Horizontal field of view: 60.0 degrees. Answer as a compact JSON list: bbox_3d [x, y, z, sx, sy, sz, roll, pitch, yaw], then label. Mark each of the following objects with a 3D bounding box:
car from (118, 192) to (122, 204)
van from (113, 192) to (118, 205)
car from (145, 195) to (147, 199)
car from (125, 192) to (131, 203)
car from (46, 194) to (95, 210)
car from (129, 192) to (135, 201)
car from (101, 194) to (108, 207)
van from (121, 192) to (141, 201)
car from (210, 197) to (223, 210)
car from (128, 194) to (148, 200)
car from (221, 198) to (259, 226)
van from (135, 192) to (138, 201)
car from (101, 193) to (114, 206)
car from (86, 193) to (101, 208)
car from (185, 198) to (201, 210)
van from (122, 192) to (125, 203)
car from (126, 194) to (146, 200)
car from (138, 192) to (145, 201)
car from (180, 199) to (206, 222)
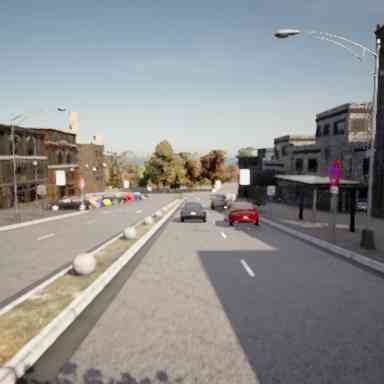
[{"bbox_3d":[-14.028,1.206,53.273,4.553,1.767,2.185,-1,0,-20],"label":"car"},{"bbox_3d":[-13.946,1.114,50.264,4.442,1.987,1.878,-1,0,-20],"label":"van"},{"bbox_3d":[-13.939,1.243,80.743,5.366,1.575,1.946,-1,0,-20],"label":"car"},{"bbox_3d":[-14.064,1.314,59.359,4.892,1.521,2.231,-1,0,-20],"label":"car"},{"bbox_3d":[-13.998,1.382,38.024,4.892,1.521,2.231,-1,0,-20],"label":"car"},{"bbox_3d":[-14.104,1.053,62.389,5.566,2.045,2.435,-1,0,-20],"label":"car"},{"bbox_3d":[-14.066,1.390,44.110,4.792,1.488,2.163,-1,0,-20],"label":"car"},{"bbox_3d":[-14.219,1.034,77.588,4.442,1.987,1.878,-1,0,-20],"label":"van"},{"bbox_3d":[3.353,1.410,42.416,2.128,1.511,4.902,0,0,0],"label":"car"},{"bbox_3d":[-14.117,1.231,86.766,4.892,1.521,2.231,-1,0,-20],"label":"car"},{"bbox_3d":[3.347,1.433,23.174,1.882,1.535,5.008,0,0,0],"label":"car"},{"bbox_3d":[-13.983,1.058,68.538,4.442,1.987,1.878,-1,0,-20],"label":"van"},{"bbox_3d":[-14.219,1.350,47.104,5.366,1.575,1.946,-1,0,-20],"label":"car"},{"bbox_3d":[-14.058,1.245,41.067,4.553,1.767,2.185,-1,0,-20],"label":"car"},{"bbox_3d":[0.104,1.519,43.129,1.895,1.301,4.718,0,0,0],"label":"car"},{"bbox_3d":[-14.174,1.098,56.267,4.442,1.987,1.878,-1,0,-20],"label":"van"},{"bbox_3d":[-14.121,1.280,83.724,4.674,1.452,2.002,-1,0,-20],"label":"car"},{"bbox_3d":[-14.080,1.016,74.601,5.566,2.045,2.435,-1,0,-20],"label":"car"},{"bbox_3d":[0.102,1.514,26.135,1.994,1.385,4.181,0,0,0],"label":"car"}]
